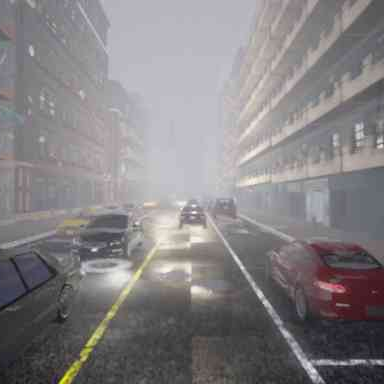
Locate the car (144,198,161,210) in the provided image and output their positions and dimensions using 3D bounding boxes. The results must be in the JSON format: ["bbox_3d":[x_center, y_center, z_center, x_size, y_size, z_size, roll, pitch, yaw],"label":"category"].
[{"bbox_3d":[-5.655,1.621,45.481,1.752,1.417,4.829,1,0,0],"label":"car"}]

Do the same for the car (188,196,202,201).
[{"bbox_3d":[0.125,1.624,46.566,1.812,1.442,4.674,0,0,0],"label":"car"}]

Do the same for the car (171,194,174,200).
[{"bbox_3d":[-5.640,1.713,73.269,2.008,1.369,4.403,1,0,0],"label":"car"}]

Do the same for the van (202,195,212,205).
[{"bbox_3d":[2.737,1.476,62.204,1.690,1.788,3.998,1,0,0],"label":"van"}]

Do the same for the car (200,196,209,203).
[{"bbox_3d":[2.741,1.706,73.251,1.887,1.381,4.507,0,0,0],"label":"car"}]

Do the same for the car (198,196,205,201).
[{"bbox_3d":[2.754,1.745,95.514,1.752,1.417,4.829,0,0,0],"label":"car"}]

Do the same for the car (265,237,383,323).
[{"bbox_3d":[2.703,1.596,6.969,1.802,1.307,4.206,1,0,0],"label":"car"}]

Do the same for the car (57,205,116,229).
[{"bbox_3d":[-5.672,1.562,17.865,1.752,1.417,4.829,1,0,0],"label":"car"}]

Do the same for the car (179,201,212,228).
[{"bbox_3d":[0.074,1.594,22.666,2.033,1.411,5.357,0,0,1],"label":"car"}]

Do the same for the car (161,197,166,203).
[{"bbox_3d":[-5.652,1.659,51.175,2.008,1.369,4.403,1,0,0],"label":"car"}]

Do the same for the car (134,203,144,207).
[{"bbox_3d":[-5.665,1.605,29.082,1.887,1.381,4.507,1,0,0],"label":"car"}]

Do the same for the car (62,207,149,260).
[{"bbox_3d":[-2.993,1.531,12.643,1.837,1.490,4.892,0,0,0],"label":"car"}]

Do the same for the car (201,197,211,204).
[{"bbox_3d":[2.738,1.693,67.727,1.887,1.381,4.507,0,0,0],"label":"car"}]

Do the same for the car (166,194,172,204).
[{"bbox_3d":[-5.643,1.699,67.745,2.008,1.369,4.403,1,0,0],"label":"car"}]

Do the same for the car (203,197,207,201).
[{"bbox_3d":[2.722,1.650,40.109,1.947,1.339,4.313,1,0,0],"label":"car"}]

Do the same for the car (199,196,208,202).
[{"bbox_3d":[2.744,1.742,78.774,1.947,1.339,4.313,0,0,0],"label":"car"}]

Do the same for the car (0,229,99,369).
[{"bbox_3d":[-3.093,1.557,4.501,2.033,1.411,5.357,0,0,0],"label":"car"}]

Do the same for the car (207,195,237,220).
[{"bbox_3d":[2.718,1.375,29.064,2.192,1.841,5.009,1,0,0],"label":"car"}]

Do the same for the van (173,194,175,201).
[{"bbox_3d":[-5.625,1.560,95.362,1.690,1.788,3.998,1,0,0],"label":"van"}]

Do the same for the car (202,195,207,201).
[{"bbox_3d":[2.733,1.562,56.680,1.967,1.590,4.097,1,0,0],"label":"car"}]

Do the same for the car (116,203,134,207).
[{"bbox_3d":[-5.669,1.599,23.558,2.008,1.369,4.403,1,0,0],"label":"car"}]
